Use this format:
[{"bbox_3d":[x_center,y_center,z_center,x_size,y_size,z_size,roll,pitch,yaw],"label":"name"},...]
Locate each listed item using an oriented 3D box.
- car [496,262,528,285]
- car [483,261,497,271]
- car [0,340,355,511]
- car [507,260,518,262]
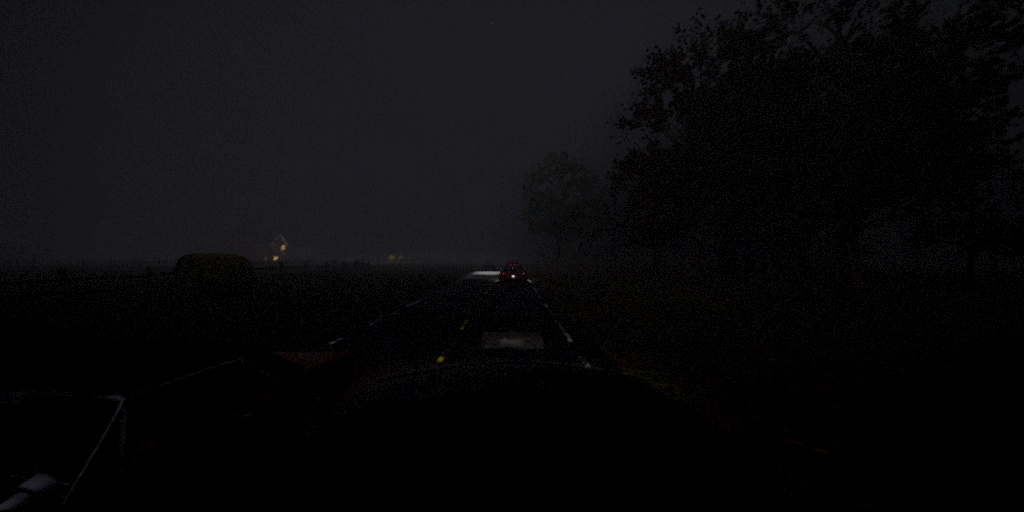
[{"bbox_3d":[0.092,1.315,25.747,1.994,1.385,4.181,0,0,0],"label":"car"},{"bbox_3d":[-2.839,1.344,48.089,1.895,1.301,4.718,0,0,0],"label":"car"},{"bbox_3d":[-2.848,1.351,2.132,1.895,1.301,4.718,0,0,0],"label":"car"},{"bbox_3d":[0.078,1.249,46.712,1.837,1.490,4.892,0,0,0],"label":"car"}]
